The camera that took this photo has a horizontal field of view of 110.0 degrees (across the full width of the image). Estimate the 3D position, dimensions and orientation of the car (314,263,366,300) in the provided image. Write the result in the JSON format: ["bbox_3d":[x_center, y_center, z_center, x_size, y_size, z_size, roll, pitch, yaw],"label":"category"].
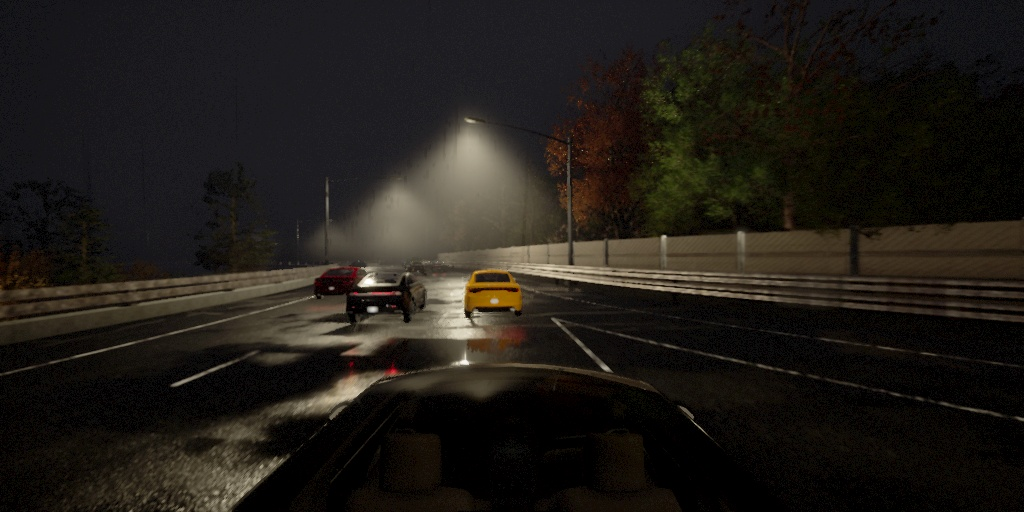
[{"bbox_3d":[-8.487,1.309,18.547,1.882,1.535,5.008,0,0,-9],"label":"car"}]

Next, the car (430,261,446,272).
[{"bbox_3d":[-10.137,1.390,47.580,2.128,1.511,4.902,0,0,-24],"label":"car"}]

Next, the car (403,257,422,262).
[{"bbox_3d":[-16.416,1.180,60.387,2.150,2.045,5.566,0,0,-26],"label":"car"}]

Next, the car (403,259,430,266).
[{"bbox_3d":[-10.794,1.392,40.270,1.837,1.490,4.892,0,0,-20],"label":"car"}]

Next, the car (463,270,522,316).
[{"bbox_3d":[-0.815,1.255,13.583,1.882,1.535,5.008,0,0,-6],"label":"car"}]

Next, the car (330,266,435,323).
[{"bbox_3d":[-4.133,1.286,12.409,2.128,1.511,4.902,0,0,-6],"label":"car"}]
